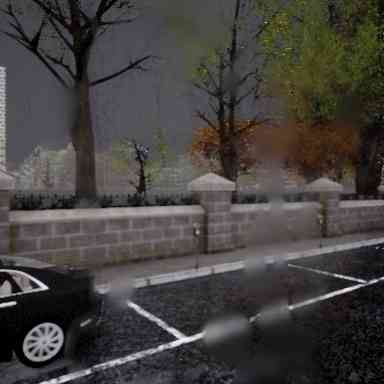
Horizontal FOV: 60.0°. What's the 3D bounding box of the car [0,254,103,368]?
[{"bbox_3d":[-3.365,1.551,4.160,4.403,1.369,2.008,0,0,-36],"label":"car"}]
